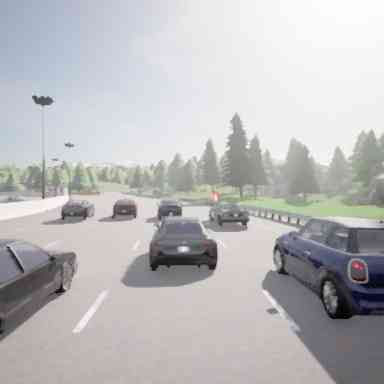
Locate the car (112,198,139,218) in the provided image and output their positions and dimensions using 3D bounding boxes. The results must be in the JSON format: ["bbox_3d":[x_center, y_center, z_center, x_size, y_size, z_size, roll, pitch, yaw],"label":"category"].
[{"bbox_3d":[-5.481,1.275,27.638,1.882,1.535,5.008,0,0,-8],"label":"car"}]

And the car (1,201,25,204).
[{"bbox_3d":[-21.865,1.290,40.469,2.033,1.411,5.357,0,0,-11],"label":"car"}]

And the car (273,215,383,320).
[{"bbox_3d":[3.335,1.287,7.357,2.097,1.767,4.553,0,1,-2],"label":"car"}]

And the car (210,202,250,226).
[{"bbox_3d":[2.296,1.370,21.737,2.033,1.411,5.357,0,0,-6],"label":"car"}]

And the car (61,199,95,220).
[{"bbox_3d":[-8.765,1.313,25.835,2.128,1.511,4.902,0,0,-7],"label":"car"}]

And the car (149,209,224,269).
[{"bbox_3d":[-0.320,1.479,10.862,1.994,1.385,4.181,0,0,-3],"label":"car"}]

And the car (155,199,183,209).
[{"bbox_3d":[-1.815,1.300,26.644,1.837,1.490,4.892,0,0,-7],"label":"car"}]

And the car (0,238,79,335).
[{"bbox_3d":[-3.588,1.513,5.621,2.033,1.411,5.357,0,0,-1],"label":"car"}]
